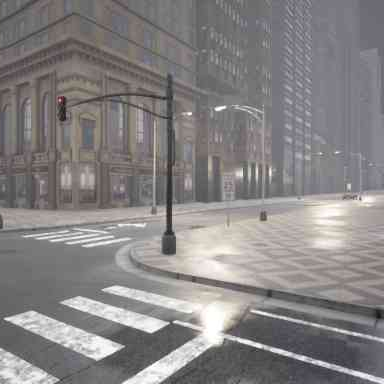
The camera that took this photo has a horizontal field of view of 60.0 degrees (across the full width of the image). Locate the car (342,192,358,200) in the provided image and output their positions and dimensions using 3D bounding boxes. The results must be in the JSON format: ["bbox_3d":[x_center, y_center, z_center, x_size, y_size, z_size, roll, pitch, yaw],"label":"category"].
[{"bbox_3d":[28.286,0.715,59.476,1.895,1.301,4.718,0,1,35],"label":"car"}]
